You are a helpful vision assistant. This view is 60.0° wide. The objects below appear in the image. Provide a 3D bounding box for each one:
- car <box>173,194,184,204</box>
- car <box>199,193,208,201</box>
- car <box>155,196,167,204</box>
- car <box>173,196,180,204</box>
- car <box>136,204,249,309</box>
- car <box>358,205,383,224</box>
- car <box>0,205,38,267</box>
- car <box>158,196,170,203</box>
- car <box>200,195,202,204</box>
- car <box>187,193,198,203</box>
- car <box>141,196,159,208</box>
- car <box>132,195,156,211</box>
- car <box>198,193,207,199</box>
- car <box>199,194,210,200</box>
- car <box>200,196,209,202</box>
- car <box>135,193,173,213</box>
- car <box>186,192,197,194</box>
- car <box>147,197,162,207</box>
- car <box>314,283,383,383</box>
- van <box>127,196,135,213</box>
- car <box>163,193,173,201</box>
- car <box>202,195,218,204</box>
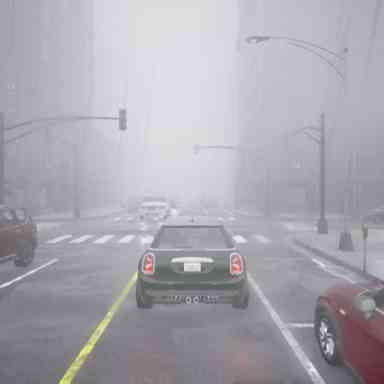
[{"bbox_3d":[-3.023,1.512,61.115,2.033,1.411,5.357,0,0,0],"label":"car"},{"bbox_3d":[3.065,1.172,86.549,2.150,2.045,5.566,0,0,0],"label":"car"},{"bbox_3d":[-5.811,1.488,63.356,1.752,1.417,4.829,0,0,0],"label":"car"},{"bbox_3d":[-3.066,1.576,44.636,1.895,1.301,4.718,0,0,0],"label":"car"},{"bbox_3d":[0.015,1.348,8.020,2.097,1.767,4.553,0,0,0],"label":"car"},{"bbox_3d":[14.394,1.505,23.707,4.674,1.442,1.812,0,0,1],"label":"car"},{"bbox_3d":[-5.853,1.311,8.598,2.192,1.841,5.009,0,0,0],"label":"car"},{"bbox_3d":[-5.807,1.509,69.121,2.008,1.369,4.403,0,0,0],"label":"car"},{"bbox_3d":[2.707,1.521,52.350,2.008,1.369,4.403,0,0,0],"label":"car"},{"bbox_3d":[0.104,1.486,66.573,1.812,1.442,4.674,0,0,0],"label":"car"},{"bbox_3d":[-5.824,1.414,46.738,1.967,1.590,4.097,0,0,0],"label":"car"},{"bbox_3d":[-5.828,1.292,41.142,2.192,1.841,5.009,0,0,0],"label":"car"},{"bbox_3d":[2.715,1.278,63.538,2.192,1.841,5.009,0,0,0],"label":"car"},{"bbox_3d":[2.711,1.532,57.944,1.947,1.339,4.313,0,0,0],"label":"car"},{"bbox_3d":[2.723,1.537,74.727,1.802,1.307,4.206,0,0,0],"label":"car"},{"bbox_3d":[-3.075,1.206,28.217,2.150,2.045,5.566,0,0,0],"label":"car"},{"bbox_3d":[0.057,1.328,76.540,1.812,1.442,4.674,0,0,0],"label":"car"},{"bbox_3d":[-5.820,1.515,52.334,1.887,1.381,4.507,0,0,0],"label":"car"},{"bbox_3d":[2.669,1.439,3.094,1.967,1.590,4.097,0,0,0],"label":"car"},{"bbox_3d":[-5.832,1.322,35.546,1.690,1.788,3.998,0,0,0],"label":"van"},{"bbox_3d":[-5.798,1.267,80.313,2.192,1.841,5.009,0,0,0],"label":"car"},{"bbox_3d":[2.702,1.499,46.925,1.752,1.417,4.829,0,0,0],"label":"car"}]
